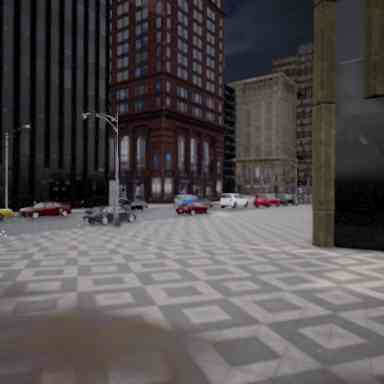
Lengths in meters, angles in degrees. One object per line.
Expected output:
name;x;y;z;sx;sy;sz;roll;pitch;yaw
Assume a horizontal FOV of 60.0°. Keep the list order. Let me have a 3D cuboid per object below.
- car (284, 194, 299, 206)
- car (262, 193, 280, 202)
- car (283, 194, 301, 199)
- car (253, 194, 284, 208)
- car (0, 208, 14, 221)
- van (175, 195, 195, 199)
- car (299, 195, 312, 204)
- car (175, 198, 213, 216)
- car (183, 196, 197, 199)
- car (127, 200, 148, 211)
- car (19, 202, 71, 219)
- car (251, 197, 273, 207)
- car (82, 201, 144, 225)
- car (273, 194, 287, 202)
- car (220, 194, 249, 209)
car;14.955;1.296;54.135;2.150;2.045;5.566;1;0;35
car;17.475;1.270;73.097;2.192;1.841;5.009;1;1;35
car;26.835;1.268;89.386;4.403;1.369;2.008;0;1;26
car;10.922;1.297;48.414;2.150;2.045;5.566;1;0;35
car;-16.222;1.568;25.307;1.752;1.417;4.829;1;1;35
van;-0.852;1.338;47.104;1.690;1.788;3.998;1;1;35
car;21.938;1.614;64.639;1.947;1.339;4.313;1;1;35
car;0.159;1.641;33.749;1.887;1.381;4.507;1;1;35
car;1.112;1.588;45.230;1.994;1.385;4.181;1;0;35
car;-6.963;1.577;38.441;1.947;1.339;4.313;1;1;35
car;-13.071;1.575;29.778;1.887;1.381;4.507;1;1;35
car;11.610;1.603;54.787;1.994;1.385;4.181;1;0;35
car;-6.063;1.667;24.924;2.008;1.369;4.403;1;1;35
car;20.530;1.382;77.431;1.967;1.590;4.097;1;1;35
car;6.016;1.271;46.763;2.150;2.045;5.566;1;0;36
